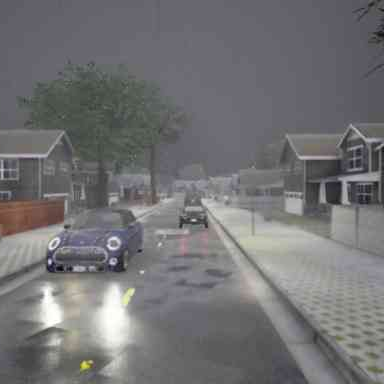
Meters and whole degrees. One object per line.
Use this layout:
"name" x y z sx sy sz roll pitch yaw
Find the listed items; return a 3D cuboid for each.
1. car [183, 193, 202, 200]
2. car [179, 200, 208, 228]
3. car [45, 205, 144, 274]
"car" 0.113 1.203 42.369 2.150 2.045 5.566 0 0 0
"car" 0.105 1.519 22.250 1.812 1.442 4.674 0 0 0
"car" -2.845 1.349 10.650 2.097 1.767 4.553 0 0 0
